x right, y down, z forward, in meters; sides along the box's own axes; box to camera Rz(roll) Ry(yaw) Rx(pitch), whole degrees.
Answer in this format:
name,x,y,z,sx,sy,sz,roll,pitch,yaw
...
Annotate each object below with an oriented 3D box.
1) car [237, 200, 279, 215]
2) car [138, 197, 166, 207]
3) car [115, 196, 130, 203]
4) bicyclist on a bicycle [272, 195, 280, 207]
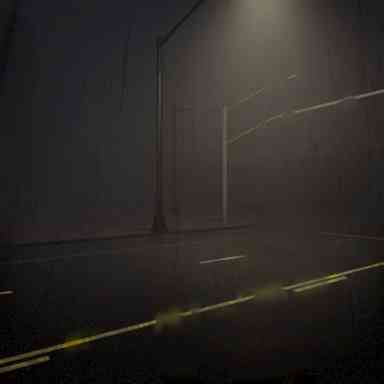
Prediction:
name,x,y,z,sx,sy,sz,roll,pitch,yaw
car,6.549,1.515,33.626,1.812,1.442,4.674,0,0,-36
car,-5.790,1.481,50.928,2.128,1.511,4.902,0,0,-35
car,-14.367,1.457,69.122,1.812,1.442,4.674,0,0,-36
bicyclist on a bicycle,11.543,1.288,45.535,1.656,1.620,0.582,0,0,-36
